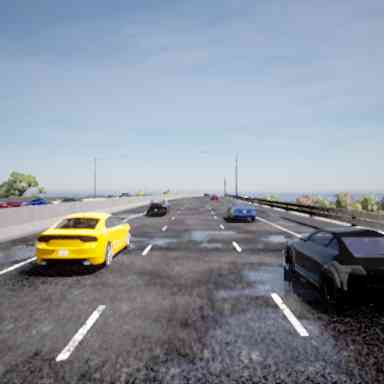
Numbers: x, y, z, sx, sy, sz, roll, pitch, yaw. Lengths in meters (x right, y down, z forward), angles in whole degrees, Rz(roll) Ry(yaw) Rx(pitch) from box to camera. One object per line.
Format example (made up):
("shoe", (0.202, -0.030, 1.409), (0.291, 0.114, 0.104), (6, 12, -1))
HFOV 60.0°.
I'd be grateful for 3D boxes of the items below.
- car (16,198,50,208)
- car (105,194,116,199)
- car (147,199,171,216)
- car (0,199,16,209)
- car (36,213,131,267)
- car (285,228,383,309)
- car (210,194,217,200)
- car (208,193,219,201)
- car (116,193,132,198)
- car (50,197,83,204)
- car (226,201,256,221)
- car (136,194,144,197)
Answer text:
("car", (-17.174, 1.400, 37.167), (1.812, 1.442, 4.674), (0, 0, 1))
("car", (-19.194, 1.291, 78.940), (1.837, 1.490, 4.892), (0, 0, 3))
("car", (-3.097, 1.380, 31.450), (2.128, 1.511, 4.902), (0, 0, 1))
("car", (-20.668, 1.437, 37.393), (1.994, 1.385, 4.181), (0, 0, 1))
("car", (-3.353, 1.431, 11.187), (1.882, 1.535, 5.008), (0, 0, 0))
("car", (3.627, 1.531, 7.867), (1.994, 1.385, 4.181), (0, 0, 0))
("car", (5.892, 1.345, 90.263), (1.812, 1.442, 4.674), (0, 0, 3))
("car", (5.351, 1.380, 79.353), (1.994, 1.385, 4.181), (0, 0, 3))
("car", (-15.699, 1.017, 78.750), (2.150, 2.045, 5.566), (0, 0, 3))
("car", (-13.671, 1.379, 37.324), (1.837, 1.490, 4.892), (0, 0, 1))
("car", (3.812, 1.451, 26.357), (2.033, 1.411, 5.357), (0, 0, 1))
("car", (-12.202, 1.316, 78.620), (1.812, 1.442, 4.674), (0, 0, 3))
